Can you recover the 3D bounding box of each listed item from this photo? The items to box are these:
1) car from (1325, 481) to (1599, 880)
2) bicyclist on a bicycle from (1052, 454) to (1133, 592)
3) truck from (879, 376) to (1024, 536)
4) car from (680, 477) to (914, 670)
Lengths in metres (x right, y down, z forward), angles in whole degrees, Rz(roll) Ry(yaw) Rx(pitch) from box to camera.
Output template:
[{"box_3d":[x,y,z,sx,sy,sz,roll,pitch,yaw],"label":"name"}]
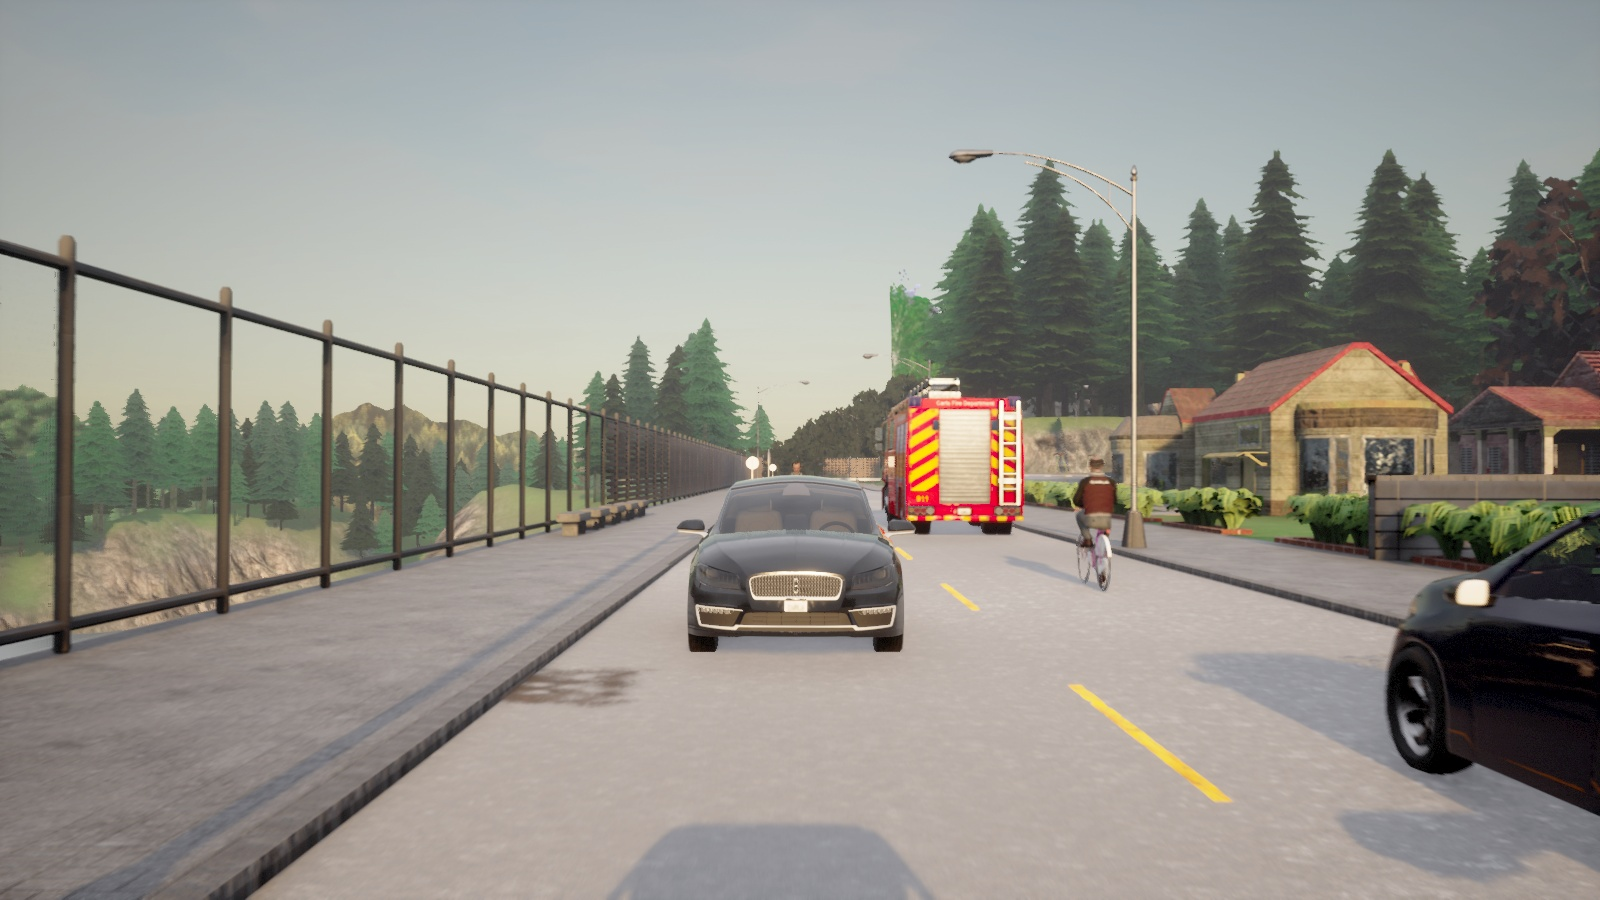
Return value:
[{"box_3d":[3.987,0.904,5.481,1.845,1.501,3.633,0,-1,0],"label":"car"},{"box_3d":[3.958,0.956,17.103,0.659,1.776,1.843,0,-1,0],"label":"bicyclist on a bicycle"},{"box_3d":[3.912,0.211,34.423,2.891,3.827,8.468,0,-1,0],"label":"truck"},{"box_3d":[-0.030,1.026,12.351,1.837,1.490,4.892,0,-1,0],"label":"car"}]
